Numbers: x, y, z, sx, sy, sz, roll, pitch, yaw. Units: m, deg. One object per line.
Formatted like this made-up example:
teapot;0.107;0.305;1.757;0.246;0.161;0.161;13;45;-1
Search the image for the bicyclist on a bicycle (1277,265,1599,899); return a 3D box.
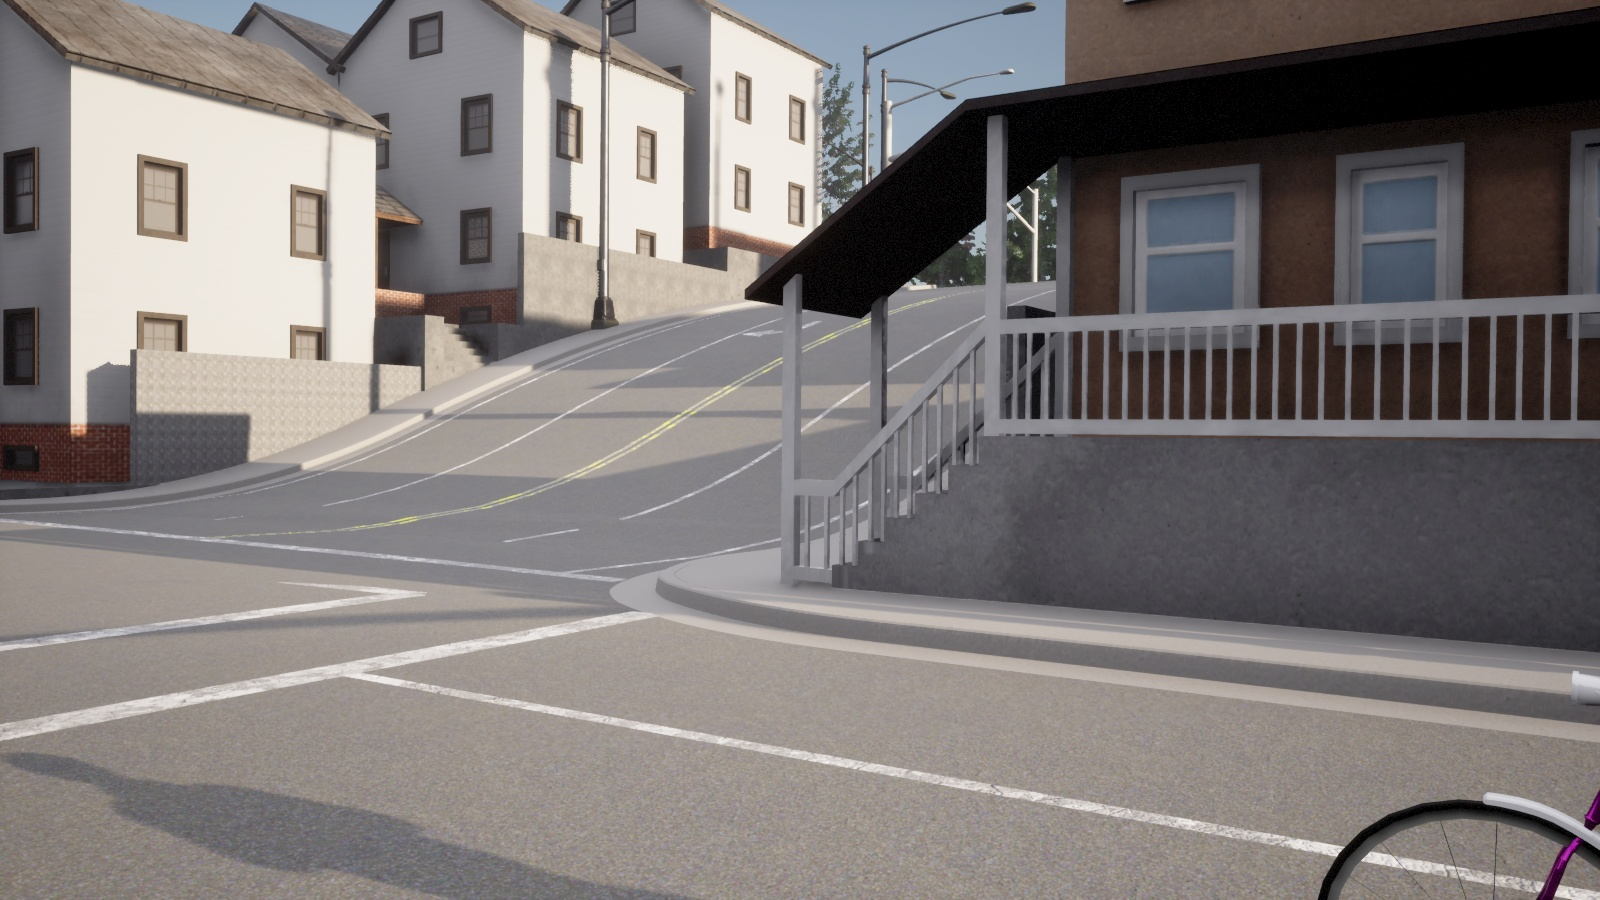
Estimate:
bicyclist on a bicycle;1.928;0.552;2.340;1.843;1.776;0.659;0;1;34
